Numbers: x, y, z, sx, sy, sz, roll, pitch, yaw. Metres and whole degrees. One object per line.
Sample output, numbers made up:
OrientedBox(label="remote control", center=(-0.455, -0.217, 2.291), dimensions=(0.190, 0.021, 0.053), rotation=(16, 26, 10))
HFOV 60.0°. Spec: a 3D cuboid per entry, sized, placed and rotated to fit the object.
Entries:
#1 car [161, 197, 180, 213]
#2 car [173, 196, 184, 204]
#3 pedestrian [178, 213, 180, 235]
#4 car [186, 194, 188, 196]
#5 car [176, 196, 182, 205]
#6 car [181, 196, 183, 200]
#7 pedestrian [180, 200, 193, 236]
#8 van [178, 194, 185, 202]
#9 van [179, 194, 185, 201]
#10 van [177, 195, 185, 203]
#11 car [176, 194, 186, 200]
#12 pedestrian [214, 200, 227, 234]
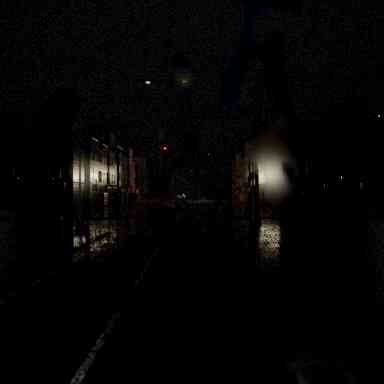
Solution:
OrientedBox(label="car", center=(-2.635, 1.568, 38.216), dimensions=(1.752, 1.417, 4.829), rotation=(0, 0, 0))
OrientedBox(label="car", center=(-2.638, 1.561, 66.412), dimensions=(1.967, 1.590, 4.097), rotation=(0, 0, 0))
OrientedBox(label="pedestrian", center=(-0.436, 1.305, 18.122), dimensions=(0.375, 1.860, 0.375), rotation=(0, 0, 0))
OrientedBox(label="car", center=(-2.638, 1.455, 72.018), dimensions=(2.192, 1.841, 5.009), rotation=(0, 0, 0))
OrientedBox(label="car", center=(-2.636, 1.600, 43.991), dimensions=(1.887, 1.381, 4.507), rotation=(0, 0, 0))
OrientedBox(label="car", center=(-2.637, 1.651, 49.596), dimensions=(1.802, 1.307, 4.206), rotation=(0, 0, 0))
OrientedBox(label="pedestrian", center=(-0.277, 1.304, 16.924), dimensions=(0.375, 1.860, 0.375), rotation=(0, 0, 0))
OrientedBox(label="van", center=(-2.639, 1.523, 83.229), dimensions=(1.690, 1.788, 3.998), rotation=(0, 0, 0))
OrientedBox(label="van", center=(-2.639, 1.545, 88.835), dimensions=(1.690, 1.788, 3.998), rotation=(0, 0, 0))
OrientedBox(label="van", center=(-2.638, 1.502, 77.624), dimensions=(1.690, 1.788, 3.998), rotation=(0, 0, 0))
OrientedBox(label="car", center=(-2.637, 1.543, 60.807), dimensions=(1.967, 1.590, 4.097), rotation=(0, 0, 0))
OrientedBox(label="pedestrian", center=(1.483, 1.305, 17.525), dimensions=(0.375, 1.860, 0.375), rotation=(0, 0, 0))
